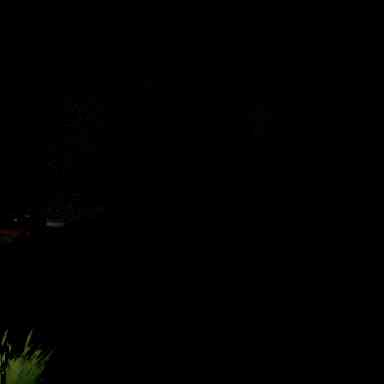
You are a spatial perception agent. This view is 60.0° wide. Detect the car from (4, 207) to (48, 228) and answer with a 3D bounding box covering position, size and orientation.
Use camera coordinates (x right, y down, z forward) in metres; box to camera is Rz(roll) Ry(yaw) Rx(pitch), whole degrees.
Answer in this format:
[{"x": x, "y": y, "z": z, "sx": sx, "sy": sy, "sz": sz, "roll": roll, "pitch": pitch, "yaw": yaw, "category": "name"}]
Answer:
[{"x": -12.735, "y": 1.918, "z": 25.833, "sx": 1.882, "sy": 1.535, "sz": 5.008, "roll": 4, "pitch": -2, "yaw": -8, "category": "car"}]
